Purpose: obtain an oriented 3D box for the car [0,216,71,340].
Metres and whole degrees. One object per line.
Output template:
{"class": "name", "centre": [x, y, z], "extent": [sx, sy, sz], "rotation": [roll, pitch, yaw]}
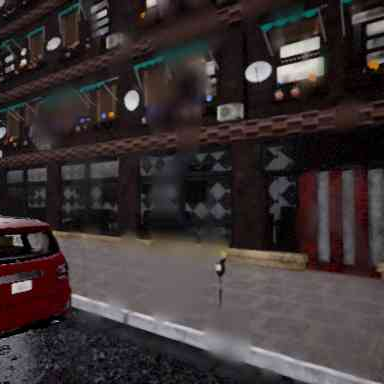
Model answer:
{"class": "car", "centre": [-4.171, 1.330, 5.747], "extent": [5.009, 1.841, 2.192], "rotation": [0, -1, 36]}
